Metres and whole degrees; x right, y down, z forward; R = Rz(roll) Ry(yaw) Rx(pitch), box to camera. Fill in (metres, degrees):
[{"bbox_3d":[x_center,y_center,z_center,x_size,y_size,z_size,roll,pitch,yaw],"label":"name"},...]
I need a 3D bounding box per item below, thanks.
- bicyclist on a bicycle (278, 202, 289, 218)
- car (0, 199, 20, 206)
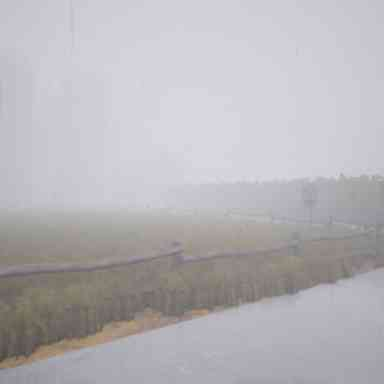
[{"bbox_3d":[8.914,1.746,32.253,1.656,1.620,0.582,1,-1,-36],"label":"bicyclist on a bicycle"},{"bbox_3d":[-26.375,1.727,45.403,5.357,1.411,2.033,1,0,-34],"label":"car"}]
